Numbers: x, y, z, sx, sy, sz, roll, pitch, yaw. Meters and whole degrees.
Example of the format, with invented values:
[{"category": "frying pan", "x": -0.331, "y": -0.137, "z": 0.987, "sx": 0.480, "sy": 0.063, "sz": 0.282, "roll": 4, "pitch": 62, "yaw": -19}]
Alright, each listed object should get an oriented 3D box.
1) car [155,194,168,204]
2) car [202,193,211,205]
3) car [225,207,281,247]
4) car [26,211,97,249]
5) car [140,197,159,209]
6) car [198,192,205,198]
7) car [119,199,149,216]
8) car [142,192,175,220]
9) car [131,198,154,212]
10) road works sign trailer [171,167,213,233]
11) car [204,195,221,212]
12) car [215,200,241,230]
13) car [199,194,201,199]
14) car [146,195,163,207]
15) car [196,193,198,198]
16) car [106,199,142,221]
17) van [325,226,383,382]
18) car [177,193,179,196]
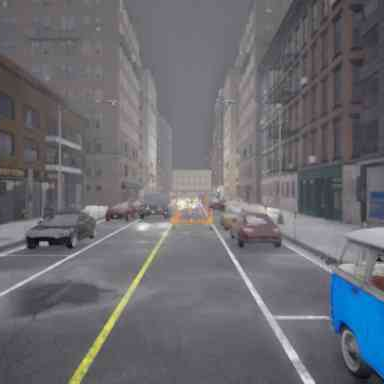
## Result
[{"category": "car", "x": -5.389, "y": 1.195, "z": 59.742, "sx": 1.967, "sy": 1.590, "sz": 4.097, "roll": 0, "pitch": 0, "yaw": 0}, {"category": "car", "x": 2.636, "y": 1.266, "z": 42.696, "sx": 1.967, "sy": 1.590, "sz": 4.097, "roll": 0, "pitch": 0, "yaw": 0}, {"category": "car", "x": 2.637, "y": 1.524, "z": 14.285, "sx": 1.802, "sy": 1.307, "sz": 4.206, "roll": 0, "pitch": 0, "yaw": 0}, {"category": "car", "x": -5.388, "y": 1.508, "z": 14.284, "sx": 1.947, "sy": 1.339, "sz": 4.313, "roll": 0, "pitch": 0, "yaw": 0}, {"category": "car", "x": -5.389, "y": 1.392, "z": 42.696, "sx": 1.947, "sy": 1.339, "sz": 4.313, "roll": 0, "pitch": 0, "yaw": 0}, {"category": "car", "x": 2.636, "y": 1.070, "z": 59.742, "sx": 2.192, "sy": 1.841, "sz": 5.009, "roll": 0, "pitch": 0, "yaw": 0}, {"category": "car", "x": -5.389, "y": 1.424, "z": 31.331, "sx": 2.008, "sy": 1.369, "sz": 4.403, "roll": 0, "pitch": 0, "yaw": 0}, {"category": "car", "x": -2.851, "y": 1.113, "z": 27.256, "sx": 2.150, "sy": 2.045, "sz": 5.566, "roll": 0, "pitch": 0, "yaw": 0}, {"category": "car", "x": -5.389, "y": 1.394, "z": 37.013, "sx": 1.887, "sy": 1.381, "sz": 4.507, "roll": 0, "pitch": 0, "yaw": 0}, {"category": "road works sign trailer", "x": 0.000, "y": 0.387, "z": 19.149, "sx": 2.380, "sy": 3.560, "sz": 2.880, "roll": 0, "pitch": 0, "yaw": 0}, {"category": "car", "x": 2.636, "y": 1.394, "z": 37.014, "sx": 1.887, "sy": 1.381, "sz": 4.507, "roll": 0, "pitch": 0, "yaw": 0}, {"category": "car", "x": 2.637, "y": 1.444, "z": 20.137, "sx": 1.752, "sy": 1.417, "sz": 4.829, "roll": 0, "pitch": 0, "yaw": 0}, {"category": "car", "x": 2.636, "y": 1.329, "z": 54.061, "sx": 2.008, "sy": 1.369, "sz": 4.403, "roll": 0, "pitch": 0, "yaw": 0}, {"category": "car", "x": -5.389, "y": 1.242, "z": 48.377, "sx": 1.967, "sy": 1.590, "sz": 4.097, "roll": 0, "pitch": 0, "yaw": 0}, {"category": "car", "x": 2.699, "y": 0.955, "z": 86.798, "sx": 2.192, "sy": 1.841, "sz": 5.009, "roll": 0, "pitch": 0, "yaw": 0}, {"category": "car", "x": -5.389, "y": 1.441, "z": 25.649, "sx": 1.887, "sy": 1.381, "sz": 4.507, "roll": 0, "pitch": 0, "yaw": 0}, {"category": "van", "x": 2.637, "y": 1.329, "z": 2.920, "sx": 1.690, "sy": 1.788, "sz": 3.998, "roll": 0, "pitch": 0, "yaw": 0}, {"category": "car", "x": -5.420, "y": 0.932, "z": 92.300, "sx": 2.192, "sy": 1.841, "sz": 5.009, "roll": 0, "pitch": 0, "yaw": 0}]
